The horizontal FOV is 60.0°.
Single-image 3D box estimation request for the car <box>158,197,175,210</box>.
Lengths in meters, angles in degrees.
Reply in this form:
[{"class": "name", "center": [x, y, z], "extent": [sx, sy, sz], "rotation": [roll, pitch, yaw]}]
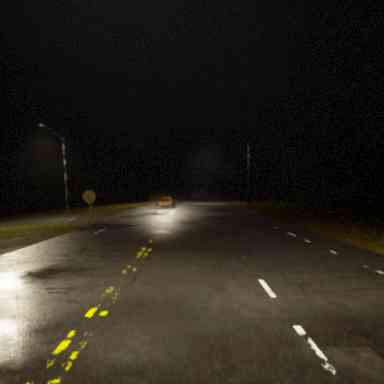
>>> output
[{"class": "car", "center": [-3.362, 1.459, 43.711], "extent": [1.882, 1.535, 5.008], "rotation": [-1, 3, 1]}]
